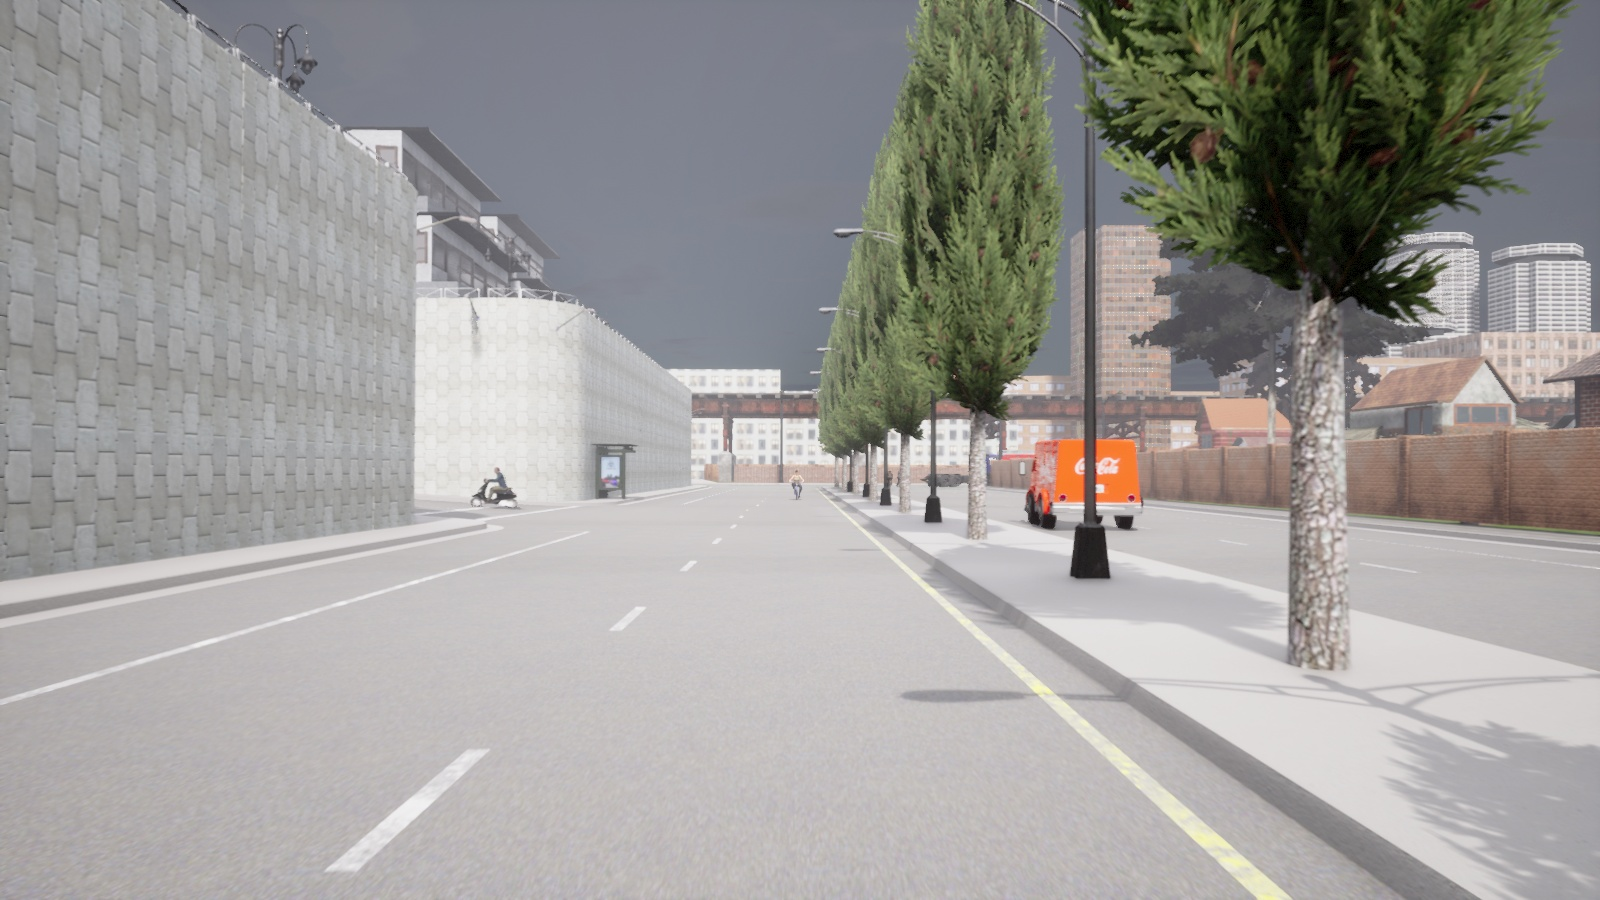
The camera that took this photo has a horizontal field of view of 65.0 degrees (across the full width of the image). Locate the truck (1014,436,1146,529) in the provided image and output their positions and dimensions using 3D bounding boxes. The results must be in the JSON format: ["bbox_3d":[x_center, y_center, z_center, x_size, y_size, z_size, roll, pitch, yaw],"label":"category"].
[{"bbox_3d":[7.910,0.901,36.104,2.627,2.467,5.204,0,-1,0],"label":"truck"}]

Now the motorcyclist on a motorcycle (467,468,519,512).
[{"bbox_3d":[-11.584,1.521,47.481,1.817,1.590,0.866,3,-2,-11],"label":"motorcyclist on a motorcycle"}]
